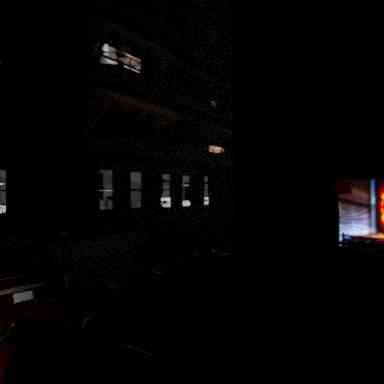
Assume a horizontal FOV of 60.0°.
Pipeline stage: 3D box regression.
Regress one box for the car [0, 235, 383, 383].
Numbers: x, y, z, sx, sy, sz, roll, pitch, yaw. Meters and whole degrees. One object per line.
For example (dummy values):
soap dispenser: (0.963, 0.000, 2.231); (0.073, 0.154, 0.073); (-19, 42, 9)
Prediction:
car: (0.542, 1.315, 2.509); (5.009, 1.841, 2.192); (0, -1, 36)
